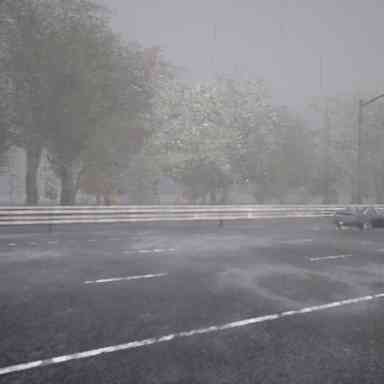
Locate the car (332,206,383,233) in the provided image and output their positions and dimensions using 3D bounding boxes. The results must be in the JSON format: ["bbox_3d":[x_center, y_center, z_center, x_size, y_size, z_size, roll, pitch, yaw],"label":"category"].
[{"bbox_3d":[10.865,1.640,20.448,4.902,1.511,2.128,1,0,-26],"label":"car"}]
